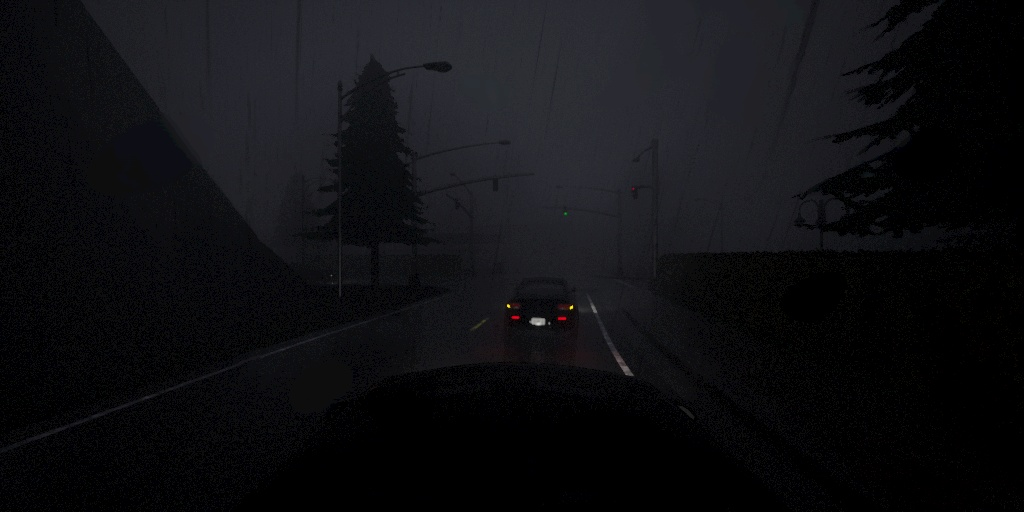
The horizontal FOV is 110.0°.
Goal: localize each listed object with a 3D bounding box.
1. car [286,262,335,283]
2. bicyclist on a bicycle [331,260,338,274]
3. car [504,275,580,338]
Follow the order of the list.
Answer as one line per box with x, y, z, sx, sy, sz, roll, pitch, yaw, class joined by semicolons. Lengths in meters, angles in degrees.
-16.286;1.255;27.939;4.892;1.490;1.837;0;0;9;car
-17.423;1.203;35.244;0.582;1.620;1.656;0;0;8;bicyclist on a bicycle
0.936;1.276;10.205;1.812;1.442;4.674;0;0;9;car
